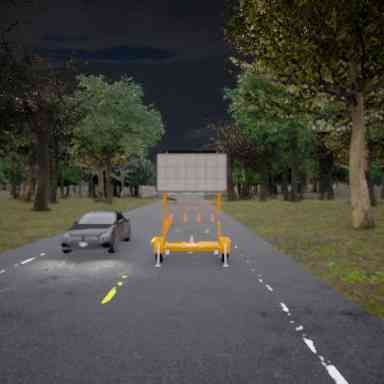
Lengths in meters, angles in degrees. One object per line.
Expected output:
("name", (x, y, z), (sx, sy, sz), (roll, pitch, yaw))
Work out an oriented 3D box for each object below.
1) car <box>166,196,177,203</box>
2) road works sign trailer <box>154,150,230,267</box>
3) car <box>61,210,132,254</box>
("car", (-3.573, 1.284, 56.557), (1.895, 1.301, 4.718), (0, 0, 0))
("road works sign trailer", (-0.001, 0.412, 11.211), (2.380, 3.560, 2.880), (0, 0, 0))
("car", (-3.600, 1.463, 13.331), (1.812, 1.442, 4.674), (0, 0, 0))
